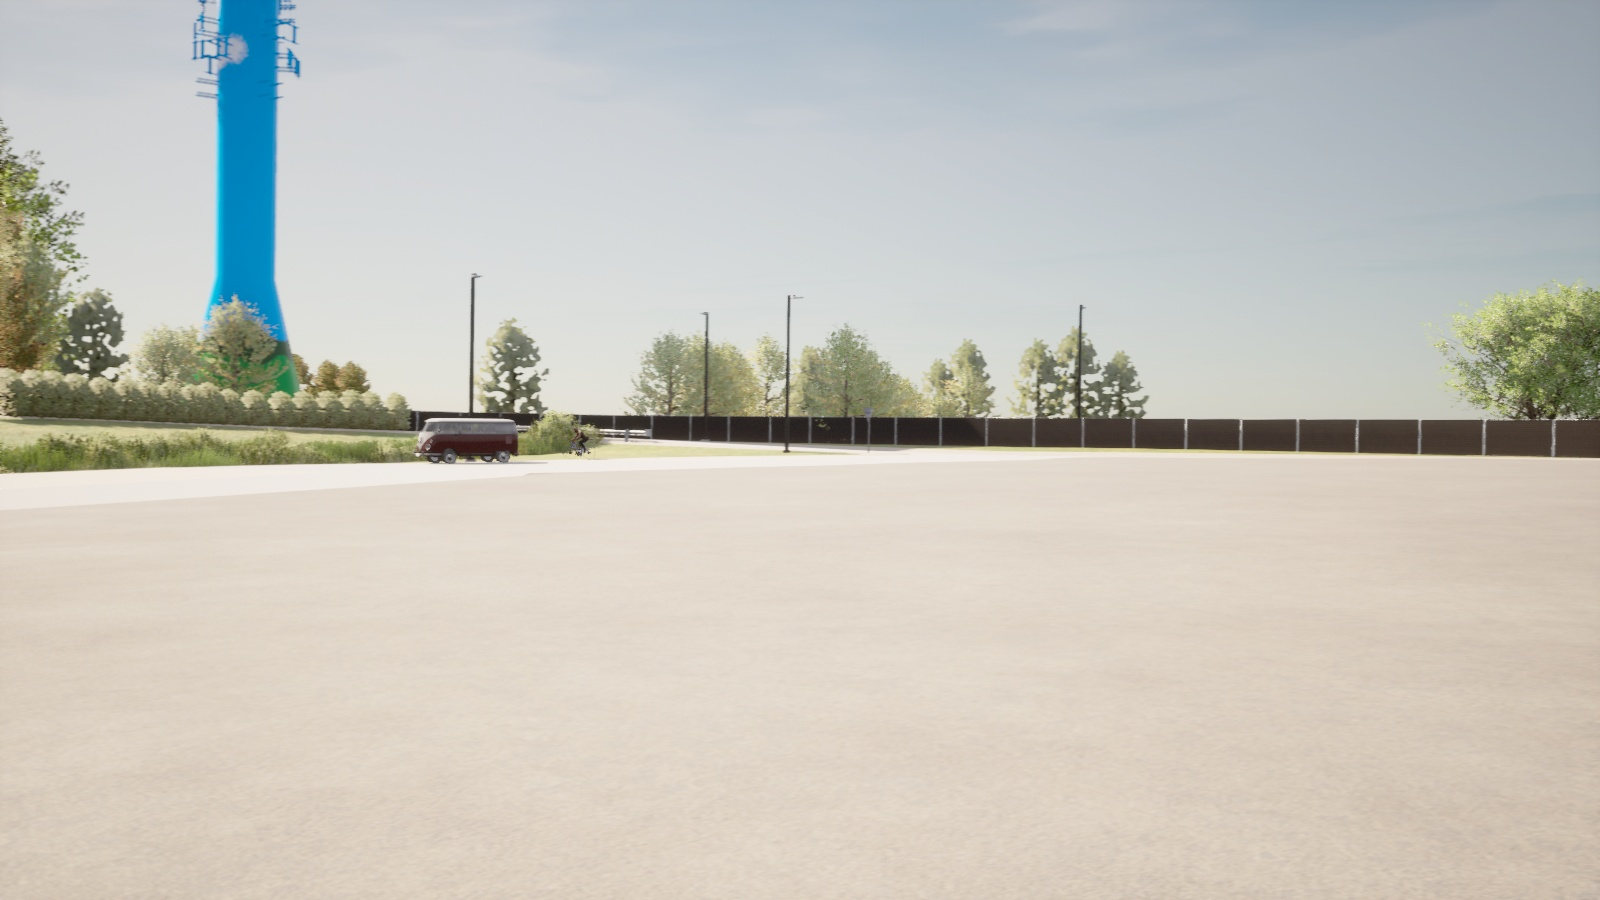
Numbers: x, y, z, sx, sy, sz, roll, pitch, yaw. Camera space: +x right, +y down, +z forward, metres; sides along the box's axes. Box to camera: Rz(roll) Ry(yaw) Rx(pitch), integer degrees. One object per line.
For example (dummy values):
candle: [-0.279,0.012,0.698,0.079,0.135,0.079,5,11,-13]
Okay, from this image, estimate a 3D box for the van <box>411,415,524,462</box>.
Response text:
van: [-14.576,-0.511,55.185,4.442,1.987,1.775,0,1,-42]
